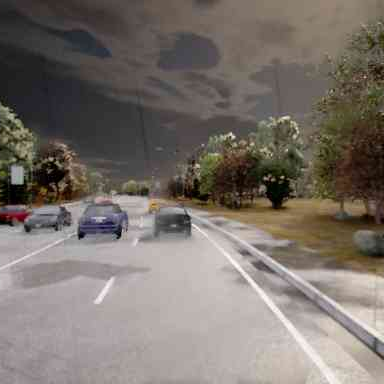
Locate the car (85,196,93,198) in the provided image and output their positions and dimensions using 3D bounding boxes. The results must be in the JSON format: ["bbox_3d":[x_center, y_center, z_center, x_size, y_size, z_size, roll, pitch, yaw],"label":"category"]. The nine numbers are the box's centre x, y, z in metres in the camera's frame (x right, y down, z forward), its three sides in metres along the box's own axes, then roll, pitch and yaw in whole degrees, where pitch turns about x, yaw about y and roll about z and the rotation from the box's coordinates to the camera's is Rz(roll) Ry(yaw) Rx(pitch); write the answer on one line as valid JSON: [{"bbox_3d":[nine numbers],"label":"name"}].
[{"bbox_3d":[-19.341,1.539,62.582,2.128,1.511,4.902,0,0,-10],"label":"car"}]

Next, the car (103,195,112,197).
[{"bbox_3d":[-15.444,1.383,60.733,2.097,1.767,4.553,0,0,-10],"label":"car"}]

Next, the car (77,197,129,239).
[{"bbox_3d":[-4.582,1.364,17.728,2.097,1.767,4.553,0,0,-6],"label":"car"}]

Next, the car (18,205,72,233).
[{"bbox_3d":[-8.561,1.545,20.187,1.812,1.442,4.674,0,0,-7],"label":"car"}]

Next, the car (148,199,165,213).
[{"bbox_3d":[-3.769,1.490,36.734,1.882,1.535,5.008,0,0,-10],"label":"car"}]

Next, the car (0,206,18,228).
[{"bbox_3d":[-12.387,1.627,22.613,1.895,1.301,4.718,0,0,-8],"label":"car"}]

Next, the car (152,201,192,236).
[{"bbox_3d":[-1.139,1.483,18.530,1.882,1.535,5.008,0,0,-6],"label":"car"}]
